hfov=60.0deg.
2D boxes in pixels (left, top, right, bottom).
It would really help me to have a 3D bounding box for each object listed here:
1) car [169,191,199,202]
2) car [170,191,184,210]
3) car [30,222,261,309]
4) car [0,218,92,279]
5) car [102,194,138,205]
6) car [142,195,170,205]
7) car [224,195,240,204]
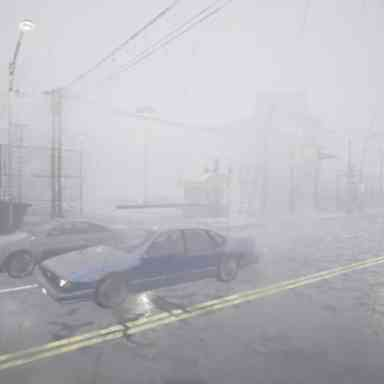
[{"bbox_3d":[-1.475,0.893,66.121,5.566,2.045,2.435,0,0,-37],"label":"car"},{"bbox_3d":[0.403,1.072,36.232,4.553,1.767,2.185,0,0,-37],"label":"car"},{"bbox_3d":[-0.700,1.505,7.981,5.357,1.411,2.033,0,0,-37],"label":"car"},{"bbox_3d":[-3.908,1.507,9.946,4.181,1.385,1.994,0,0,-37],"label":"car"},{"bbox_3d":[-10.709,1.305,50.523,4.718,1.301,1.895,0,0,-37],"label":"car"},{"bbox_3d":[-4.232,1.186,42.255,4.193,1.474,1.816,0,0,-37],"label":"car"},{"bbox_3d":[6.814,1.150,55.467,4.674,1.452,2.002,0,0,-37],"label":"car"}]
